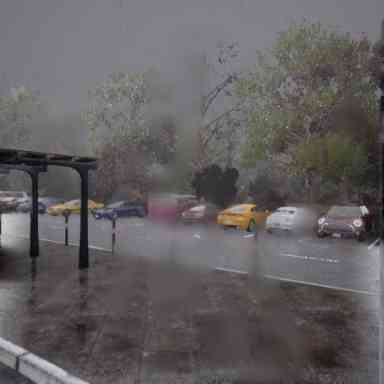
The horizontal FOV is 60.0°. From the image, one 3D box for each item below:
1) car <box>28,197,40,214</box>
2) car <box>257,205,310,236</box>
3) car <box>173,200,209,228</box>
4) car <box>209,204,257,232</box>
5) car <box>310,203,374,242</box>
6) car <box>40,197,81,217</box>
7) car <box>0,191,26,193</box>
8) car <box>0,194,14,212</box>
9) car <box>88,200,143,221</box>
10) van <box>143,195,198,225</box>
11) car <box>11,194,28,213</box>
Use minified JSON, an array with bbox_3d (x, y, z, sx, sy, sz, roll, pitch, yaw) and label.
[{"bbox_3d":[-12.435,1.331,31.521,2.163,1.488,4.792,1,0,35],"label":"car"},{"bbox_3d":[5.667,1.542,18.663,2.002,1.452,4.674,1,0,35],"label":"car"},{"bbox_3d":[1.135,1.491,21.871,2.002,1.452,4.674,1,0,35],"label":"car"},{"bbox_3d":[3.400,1.476,20.264,2.097,1.535,5.008,1,0,35],"label":"car"},{"bbox_3d":[7.952,1.402,17.085,2.185,1.767,4.553,1,0,35],"label":"car"},{"bbox_3d":[-10.295,1.323,29.742,1.946,1.575,5.366,1,0,35],"label":"car"},{"bbox_3d":[-21.527,0.950,37.889,2.435,2.045,5.566,1,0,35],"label":"car"},{"bbox_3d":[-16.979,1.251,34.709,2.097,1.535,5.008,1,0,35],"label":"car"},{"bbox_3d":[-5.674,1.405,26.661,2.163,1.488,4.792,1,0,35],"label":"car"},{"bbox_3d":[-1.058,1.200,23.571,1.878,1.987,4.442,1,0,35],"label":"van"},{"bbox_3d":[-14.713,1.277,33.106,2.231,1.521,4.892,1,0,35],"label":"car"}]
